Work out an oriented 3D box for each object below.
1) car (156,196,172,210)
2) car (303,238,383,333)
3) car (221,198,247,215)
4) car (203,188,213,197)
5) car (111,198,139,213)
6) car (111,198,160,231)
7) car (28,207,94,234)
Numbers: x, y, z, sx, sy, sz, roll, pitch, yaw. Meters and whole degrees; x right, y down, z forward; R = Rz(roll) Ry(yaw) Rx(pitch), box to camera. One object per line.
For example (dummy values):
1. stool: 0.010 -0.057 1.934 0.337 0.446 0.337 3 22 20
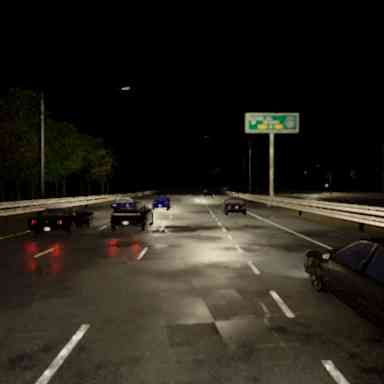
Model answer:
1. car: -3.254 1.194 36.418 1.812 1.442 4.674 0 1 0
2. car: 3.605 1.503 5.598 2.033 1.411 5.357 0 0 0
3. car: 3.701 1.284 29.910 2.033 1.411 5.357 0 1 0
4. car: 4.279 0.460 85.331 1.837 1.490 4.892 0 1 1
5. car: -6.773 1.293 34.018 1.895 1.301 4.718 0 1 0
6. car: -3.356 1.329 19.269 2.128 1.511 4.902 0 1 0
7. car: -6.862 1.449 18.022 1.895 1.301 4.718 0 1 0
